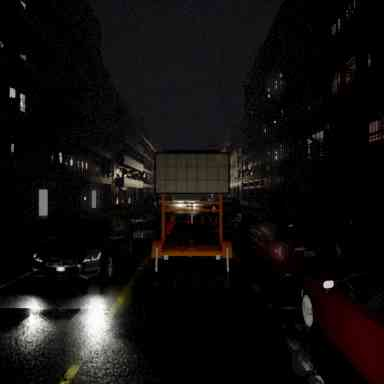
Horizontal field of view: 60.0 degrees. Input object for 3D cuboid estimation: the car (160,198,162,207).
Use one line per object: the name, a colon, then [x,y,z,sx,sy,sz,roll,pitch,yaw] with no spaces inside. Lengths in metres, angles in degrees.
car: [-5.677,1.305,49.015,2.192,1.841,5.009,0,0,0]

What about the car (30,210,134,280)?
car: [-2.998,1.504,10.024,1.837,1.490,4.892,0,0,0]

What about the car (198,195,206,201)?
car: [2.713,1.516,88.463,1.887,1.381,4.507,0,0,0]

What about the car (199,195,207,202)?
car: [2.710,1.503,77.360,1.752,1.417,4.829,0,0,0]

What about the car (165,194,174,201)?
car: [-5.669,1.415,82.832,1.967,1.590,4.097,0,0,0]

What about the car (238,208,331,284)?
car: [2.694,1.440,9.554,1.967,1.590,4.097,0,0,0]

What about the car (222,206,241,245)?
car: [2.695,1.550,15.189,2.008,1.369,4.403,0,0,0]

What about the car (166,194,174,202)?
car: [-5.669,1.293,77.196,2.192,1.841,5.009,0,0,0]

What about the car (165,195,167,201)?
car: [-5.677,1.570,54.651,1.802,1.307,4.206,0,0,0]

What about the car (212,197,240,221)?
car: [2.699,1.312,26.463,2.192,1.841,5.009,0,0,0]

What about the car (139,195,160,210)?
car: [-5.679,1.432,43.378,1.967,1.590,4.097,0,0,0]

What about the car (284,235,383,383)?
car: [2.692,1.545,3.917,1.887,1.381,4.507,0,0,0]

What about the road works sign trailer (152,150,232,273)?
road works sign trailer: [0.002,0.464,10.687,2.380,3.560,2.880,0,0,0]

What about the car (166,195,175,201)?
car: [-5.668,1.516,88.469,1.887,1.381,4.507,0,0,0]

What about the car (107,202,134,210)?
car: [-5.683,1.523,26.298,1.752,1.417,4.829,0,0,0]

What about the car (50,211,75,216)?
car: [-5.686,1.565,15.195,1.947,1.339,4.313,0,0,0]
